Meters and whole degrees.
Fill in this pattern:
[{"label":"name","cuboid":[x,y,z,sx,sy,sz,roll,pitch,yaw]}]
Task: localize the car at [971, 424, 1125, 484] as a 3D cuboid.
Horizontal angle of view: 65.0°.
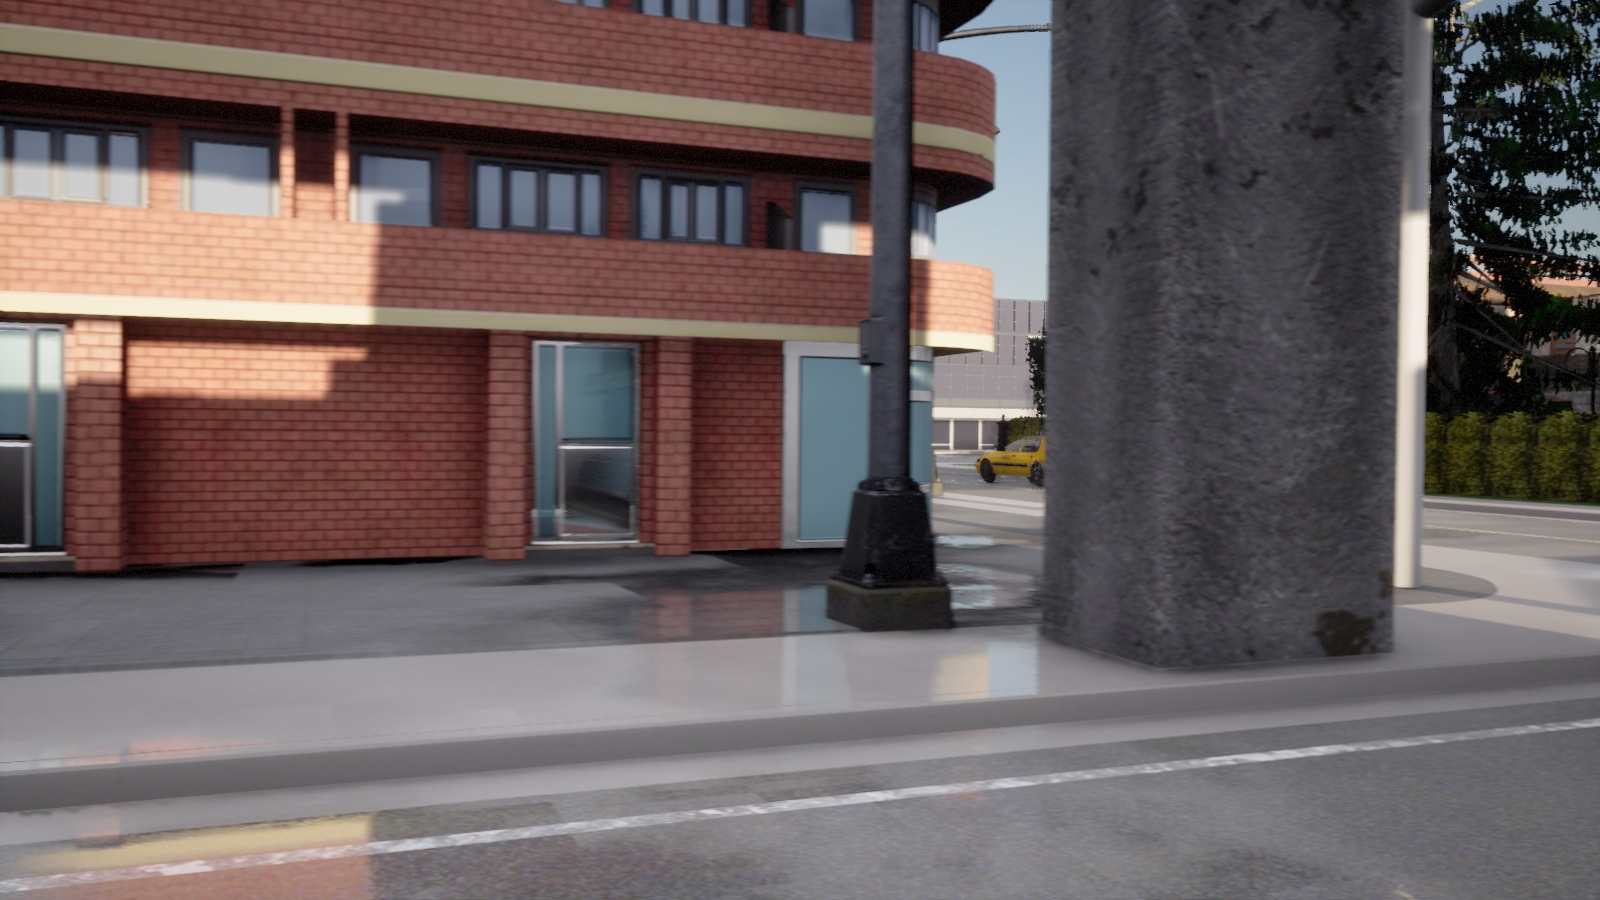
[{"label":"car","cuboid":[7.053,0.068,36.417,1.801,1.575,5.366,-1,1,-21]}]
